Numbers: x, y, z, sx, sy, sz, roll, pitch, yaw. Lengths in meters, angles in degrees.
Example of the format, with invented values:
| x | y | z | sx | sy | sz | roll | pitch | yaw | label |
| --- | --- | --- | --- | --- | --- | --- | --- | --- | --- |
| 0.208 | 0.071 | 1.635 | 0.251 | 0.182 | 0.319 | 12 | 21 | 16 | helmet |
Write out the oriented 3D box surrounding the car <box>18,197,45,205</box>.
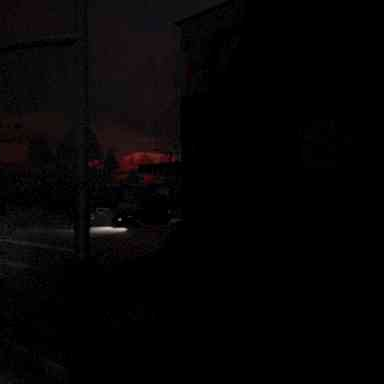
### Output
| x | y | z | sx | sy | sz | roll | pitch | yaw | label |
| --- | --- | --- | --- | --- | --- | --- | --- | --- | --- |
| -35.755 | 1.986 | 74.173 | 2.152 | 1.636 | 5.027 | -1 | 0 | 35 | car |

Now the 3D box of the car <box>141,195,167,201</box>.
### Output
| x | y | z | sx | sy | sz | roll | pitch | yaw | label |
| --- | --- | --- | --- | --- | --- | --- | --- | --- | --- |
| -5.485 | 1.398 | 51.899 | 1.905 | 1.878 | 3.866 | -1 | 0 | 35 | car |

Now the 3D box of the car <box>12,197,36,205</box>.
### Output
| x | y | z | sx | sy | sz | roll | pitch | yaw | label |
| --- | --- | --- | --- | --- | --- | --- | --- | --- | --- |
| -38.339 | 2.023 | 75.952 | 2.007 | 1.523 | 4.514 | -1 | 0 | 35 | car |

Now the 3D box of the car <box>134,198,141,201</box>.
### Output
| x | y | z | sx | sy | sz | roll | pitch | yaw | label |
| --- | --- | --- | --- | --- | --- | --- | --- | --- | --- |
| -7.834 | 1.712 | 54.325 | 1.970 | 1.475 | 3.806 | -1 | 0 | 35 | car |

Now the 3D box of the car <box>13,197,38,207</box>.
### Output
| x | y | z | sx | sy | sz | roll | pitch | yaw | label |
| --- | --- | --- | --- | --- | --- | --- | --- | --- | --- |
| -30.566 | 1.870 | 61.048 | 1.845 | 1.501 | 3.633 | -1 | 0 | 35 | car |

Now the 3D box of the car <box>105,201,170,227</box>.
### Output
| x | y | z | sx | sy | sz | roll | pitch | yaw | label |
| --- | --- | --- | --- | --- | --- | --- | --- | --- | --- |
| -3.327 | 1.525 | 22.259 | 1.994 | 1.385 | 4.181 | -1 | 0 | 36 | car |

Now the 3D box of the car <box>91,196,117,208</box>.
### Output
| x | y | z | sx | sy | sz | roll | pitch | yaw | label |
| --- | --- | --- | --- | --- | --- | --- | --- | --- | --- |
| -12.729 | 1.448 | 47.401 | 1.932 | 1.855 | 4.605 | -1 | 0 | 35 | car |

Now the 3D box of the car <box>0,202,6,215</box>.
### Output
| x | y | z | sx | sy | sz | roll | pitch | yaw | label |
| --- | --- | --- | --- | --- | --- | --- | --- | --- | --- |
| -19.964 | 1.554 | 31.607 | 1.970 | 1.475 | 3.806 | -1 | 0 | 35 | car |

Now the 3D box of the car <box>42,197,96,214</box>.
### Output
| x | y | z | sx | sy | sz | roll | pitch | yaw | label |
| --- | --- | --- | --- | --- | --- | --- | --- | --- | --- |
| -12.888 | 1.587 | 35.219 | 2.007 | 1.523 | 4.514 | -1 | 0 | 35 | car |

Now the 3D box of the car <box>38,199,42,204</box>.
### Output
| x | y | z | sx | sy | sz | roll | pitch | yaw | label |
| --- | --- | --- | --- | --- | --- | --- | --- | --- | --- |
| -22.455 | 1.760 | 55.212 | 2.007 | 1.523 | 4.514 | -1 | 0 | 35 | car |
